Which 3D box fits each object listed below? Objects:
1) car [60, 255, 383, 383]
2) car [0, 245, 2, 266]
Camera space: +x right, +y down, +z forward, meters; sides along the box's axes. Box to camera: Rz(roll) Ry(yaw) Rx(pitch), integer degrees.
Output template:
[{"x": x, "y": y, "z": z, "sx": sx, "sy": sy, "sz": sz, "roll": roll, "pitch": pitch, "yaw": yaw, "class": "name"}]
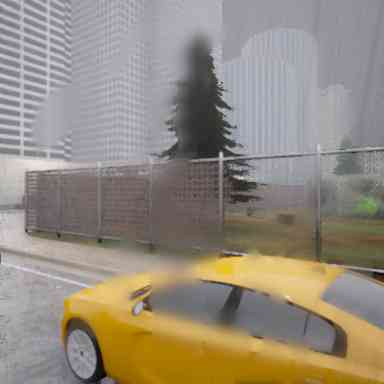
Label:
[{"x": 0.543, "y": 1.476, "z": 3.685, "sx": 5.008, "sy": 1.535, "sz": 1.882, "roll": 0, "pitch": 0, "yaw": 36, "class": "car"}, {"x": -6.989, "y": 1.518, "z": 9.151, "sx": 4.674, "sy": 1.442, "sz": 1.812, "roll": 0, "pitch": 0, "yaw": 36, "class": "car"}]
